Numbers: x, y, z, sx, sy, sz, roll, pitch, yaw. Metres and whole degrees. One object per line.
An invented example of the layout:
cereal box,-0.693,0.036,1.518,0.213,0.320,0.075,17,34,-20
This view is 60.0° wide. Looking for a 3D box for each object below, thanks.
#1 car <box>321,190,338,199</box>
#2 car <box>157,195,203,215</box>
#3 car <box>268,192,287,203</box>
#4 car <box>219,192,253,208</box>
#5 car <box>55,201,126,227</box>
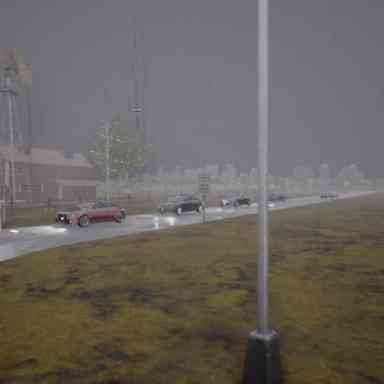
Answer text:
car,22.620,0.377,54.656,1.994,1.385,4.181,1,2,36
car,-0.823,1.013,27.251,1.837,1.490,4.892,1,2,36
car,10.586,0.709,42.979,1.895,1.301,4.718,1,2,36
car,4.684,0.808,34.854,2.128,1.511,4.902,1,2,36
car,-6.027,1.248,20.090,1.994,1.385,4.181,1,2,36
